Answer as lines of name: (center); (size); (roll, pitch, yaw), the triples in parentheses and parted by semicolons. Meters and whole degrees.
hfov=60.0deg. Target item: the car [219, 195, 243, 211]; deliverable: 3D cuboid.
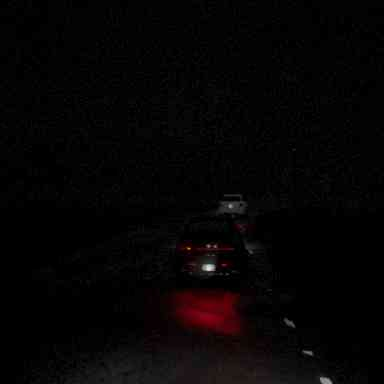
car: (5.501, 1.476, 46.372); (2.150, 2.045, 5.566); (-1, -1, 20)

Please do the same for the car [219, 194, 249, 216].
car: (3.791, 1.244, 29.705); (2.150, 2.045, 5.566); (-1, -1, 13)

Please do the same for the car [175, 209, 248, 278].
car: (0.627, 1.499, 10.194); (1.837, 1.490, 4.892); (0, 1, 6)
